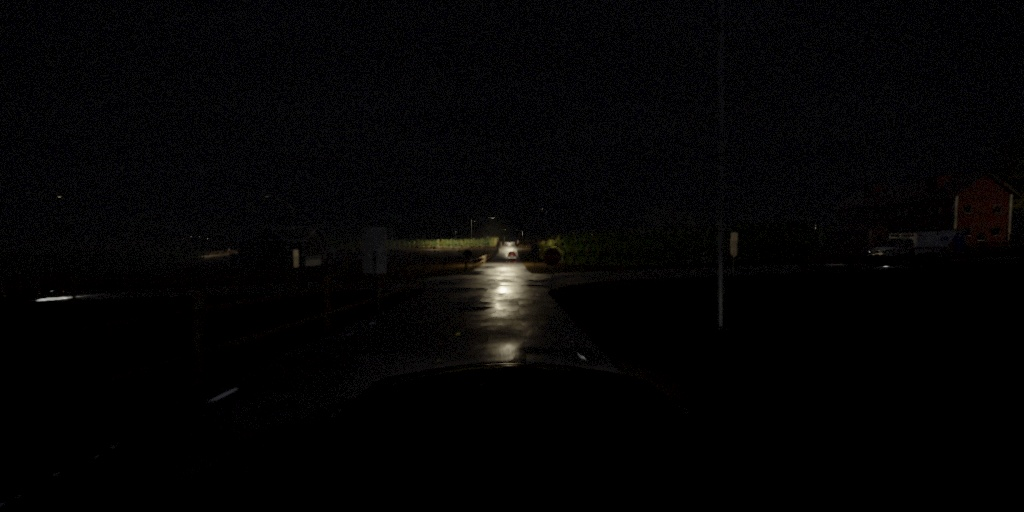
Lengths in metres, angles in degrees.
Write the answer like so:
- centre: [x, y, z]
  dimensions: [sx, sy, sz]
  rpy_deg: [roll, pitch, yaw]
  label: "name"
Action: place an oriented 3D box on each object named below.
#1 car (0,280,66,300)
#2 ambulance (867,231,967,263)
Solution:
- centre: [-36.761, 2.548, 27.097]
  dimensions: [4.181, 1.385, 1.994]
  rpy_deg: [-2, 2, 0]
  label: "car"
- centre: [33.509, -0.732, 29.834]
  dimensions: [6.366, 2.431, 2.351]
  rpy_deg: [-2, 2, 0]
  label: "ambulance"
